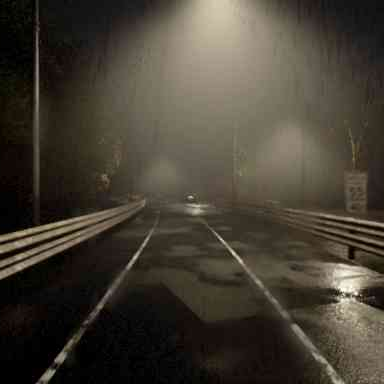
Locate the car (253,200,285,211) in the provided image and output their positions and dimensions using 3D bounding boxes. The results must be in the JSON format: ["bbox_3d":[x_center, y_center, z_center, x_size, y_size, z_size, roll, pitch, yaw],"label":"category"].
[{"bbox_3d":[8.791,1.638,38.472,2.128,1.511,4.902,0,0,-20],"label":"car"}]

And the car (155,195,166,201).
[{"bbox_3d":[-7.996,1.449,84.975,2.128,1.511,4.902,0,0,-20],"label":"car"}]

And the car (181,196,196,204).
[{"bbox_3d":[-0.690,1.546,64.781,1.994,1.385,4.181,1,0,-20],"label":"car"}]
